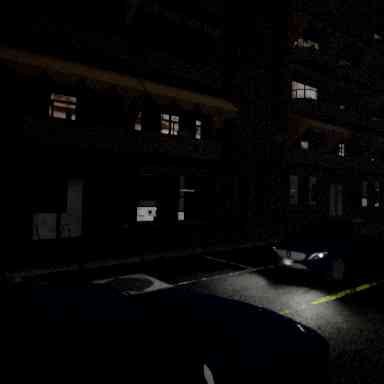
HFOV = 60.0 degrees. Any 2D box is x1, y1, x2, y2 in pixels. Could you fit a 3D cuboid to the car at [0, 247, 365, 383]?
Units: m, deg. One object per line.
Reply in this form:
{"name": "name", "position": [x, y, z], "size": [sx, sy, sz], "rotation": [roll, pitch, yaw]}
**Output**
{"name": "car", "position": [-0.960, 1.478, 2.473], "size": [5.008, 1.535, 1.882], "rotation": [0, 0, -36]}

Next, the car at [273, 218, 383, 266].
{"name": "car", "position": [4.353, 1.531, 9.887], "size": [4.674, 1.442, 1.812], "rotation": [0, 0, -36]}
